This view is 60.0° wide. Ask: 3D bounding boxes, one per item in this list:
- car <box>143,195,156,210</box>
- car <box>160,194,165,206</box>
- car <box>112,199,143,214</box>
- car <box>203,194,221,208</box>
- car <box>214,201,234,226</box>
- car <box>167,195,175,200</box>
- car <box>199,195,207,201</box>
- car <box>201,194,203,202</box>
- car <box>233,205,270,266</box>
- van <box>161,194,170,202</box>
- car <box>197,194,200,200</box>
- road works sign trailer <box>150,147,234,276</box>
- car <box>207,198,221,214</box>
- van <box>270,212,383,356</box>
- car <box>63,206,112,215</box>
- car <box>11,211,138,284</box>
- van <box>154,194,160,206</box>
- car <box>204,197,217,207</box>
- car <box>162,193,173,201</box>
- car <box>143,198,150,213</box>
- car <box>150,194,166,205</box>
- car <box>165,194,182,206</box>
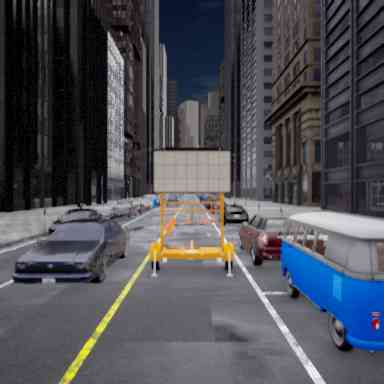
[{"bbox_3d":[-5.747,1.465,39.362,1.752,1.417,4.829,0,0,0],"label":"car"},{"bbox_3d":[-5.743,1.367,50.750,1.967,1.590,4.097,0,0,0],"label":"car"},{"bbox_3d":[-5.751,1.504,28.313,2.008,1.369,4.403,0,0,0],"label":"car"},{"bbox_3d":[2.778,1.255,39.540,2.192,1.841,5.009,0,0,0],"label":"car"},{"bbox_3d":[2.772,1.527,22.713,1.947,1.339,4.313,0,0,0],"label":"car"},{"bbox_3d":[-5.728,1.440,90.017,2.008,1.369,4.403,0,0,0],"label":"car"},{"bbox_3d":[2.795,1.438,84.414,1.887,1.381,4.507,0,0,0],"label":"car"},{"bbox_3d":[2.780,1.249,45.150,2.192,1.841,5.009,0,0,0],"label":"car"},{"bbox_3d":[2.768,1.419,11.495,1.967,1.590,4.097,0,0,0],"label":"car"},{"bbox_3d":[-5.734,1.245,73.188,1.690,1.788,3.998,0,0,0],"label":"van"},{"bbox_3d":[2.791,1.219,73.195,2.192,1.841,5.009,0,0,0],"label":"car"},{"bbox_3d":[0.004,0.446,10.219,2.380,3.560,2.880,0,0,0],"label":"road works sign trailer"},{"bbox_3d":[2.776,1.529,33.932,1.802,1.307,4.206,0,0,0],"label":"car"},{"bbox_3d":[2.766,1.330,5.886,1.690,1.788,3.998,0,0,0],"label":"van"},{"bbox_3d":[-5.755,1.536,17.094,1.947,1.339,4.313,0,0,0],"label":"car"},{"bbox_3d":[-3.095,1.529,9.847,2.033,1.411,5.357,0,0,0],"label":"car"},{"bbox_3d":[-5.745,1.275,45.141,1.690,1.788,3.998,0,0,0],"label":"van"},{"bbox_3d":[2.782,1.452,50.929,1.752,1.417,4.829,0,0,0],"label":"car"},{"bbox_3d":[-5.732,1.214,78.798,2.192,1.841,5.009,0,0,0],"label":"car"},{"bbox_3d":[-5.749,1.528,33.922,1.802,1.307,4.206,0,0,0],"label":"car"},{"bbox_3d":[-5.741,1.236,56.360,2.192,1.841,5.009,0,0,0],"label":"car"},{"bbox_3d":[-3.065,1.474,52.072,2.033,1.411,5.357,0,0,0],"label":"car"}]
